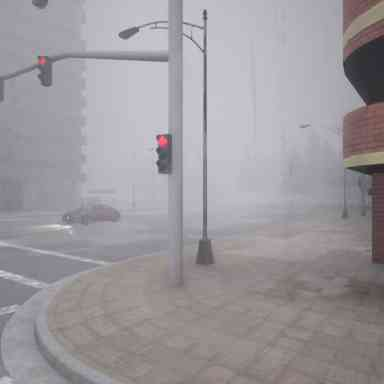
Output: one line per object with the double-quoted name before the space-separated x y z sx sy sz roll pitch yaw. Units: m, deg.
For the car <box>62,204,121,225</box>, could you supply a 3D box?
"car" -7.214 1.564 24.121 1.994 1.385 4.181 0 0 36
